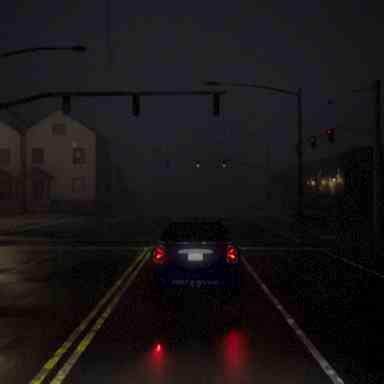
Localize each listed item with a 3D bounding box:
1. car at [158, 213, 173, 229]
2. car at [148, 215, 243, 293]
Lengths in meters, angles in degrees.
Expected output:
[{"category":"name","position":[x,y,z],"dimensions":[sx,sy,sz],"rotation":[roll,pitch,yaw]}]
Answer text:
[{"category":"car","position":[-3.563,4.084,45.876],"dimensions":[1.812,1.442,4.674],"rotation":[-1,-14,-1]},{"category":"car","position":[0.089,1.435,9.244],"dimensions":[2.097,1.767,4.553],"rotation":[0,-1,0]}]
